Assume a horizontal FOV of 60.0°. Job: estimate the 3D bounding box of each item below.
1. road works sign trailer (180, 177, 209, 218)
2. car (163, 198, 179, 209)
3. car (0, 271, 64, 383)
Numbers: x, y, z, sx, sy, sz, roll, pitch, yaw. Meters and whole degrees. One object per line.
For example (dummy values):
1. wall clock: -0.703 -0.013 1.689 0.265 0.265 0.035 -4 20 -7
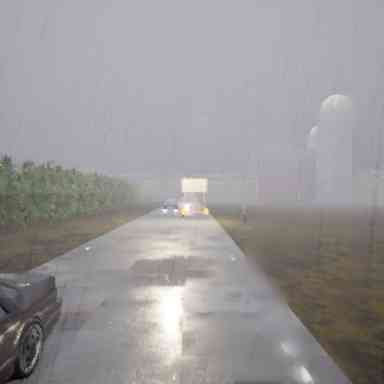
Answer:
1. road works sign trailer: 0.195 0.463 29.745 2.380 3.560 2.880 0 0 -4
2. car: -2.824 1.575 44.988 1.812 1.442 4.674 0 0 0
3. car: -2.848 1.544 2.728 2.033 1.411 5.357 0 0 0
